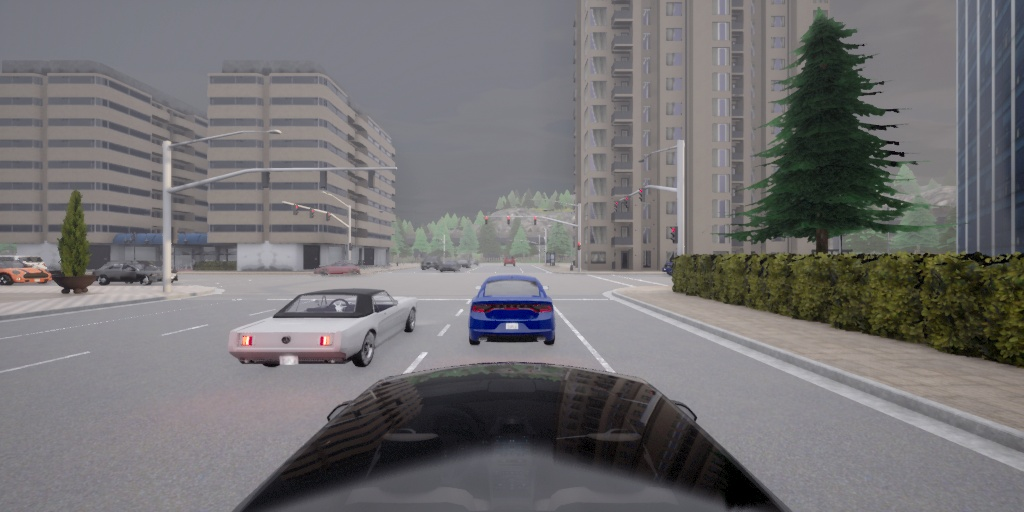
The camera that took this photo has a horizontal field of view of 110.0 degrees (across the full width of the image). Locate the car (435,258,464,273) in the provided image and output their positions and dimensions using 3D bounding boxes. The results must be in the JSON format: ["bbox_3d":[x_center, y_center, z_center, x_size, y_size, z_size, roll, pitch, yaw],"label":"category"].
[{"bbox_3d":[-7.470,1.297,43.441,2.033,1.411,5.357,0,0,0],"label":"car"}]

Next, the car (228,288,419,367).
[{"bbox_3d":[-3.497,1.351,7.855,1.895,1.301,4.718,0,0,0],"label":"car"}]

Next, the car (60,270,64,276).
[{"bbox_3d":[-38.615,1.351,28.329,4.718,1.301,1.895,0,0,0],"label":"car"}]

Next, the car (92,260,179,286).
[{"bbox_3d":[-25.947,1.241,24.792,4.902,1.511,2.128,0,0,1],"label":"car"}]

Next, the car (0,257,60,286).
[{"bbox_3d":[-35.099,1.102,24.822,4.553,1.767,2.097,0,0,0],"label":"car"}]

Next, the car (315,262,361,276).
[{"bbox_3d":[-17.514,1.314,36.229,4.181,1.385,1.994,0,0,-18],"label":"car"}]

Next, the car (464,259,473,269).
[{"bbox_3d":[-7.572,1.228,55.496,1.882,1.535,5.008,0,0,0],"label":"car"}]

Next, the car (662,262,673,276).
[{"bbox_3d":[17.892,0.971,35.469,5.566,2.045,2.150,0,0,0],"label":"car"}]

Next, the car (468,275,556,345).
[{"bbox_3d":[-0.004,1.228,9.521,1.882,1.535,5.008,0,0,0],"label":"car"}]

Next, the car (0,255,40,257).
[{"bbox_3d":[-45.317,0.971,32.036,5.566,2.045,2.150,0,0,0],"label":"car"}]

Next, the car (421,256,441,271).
[{"bbox_3d":[-11.013,0.971,49.620,2.150,2.045,5.566,0,0,-1],"label":"car"}]
